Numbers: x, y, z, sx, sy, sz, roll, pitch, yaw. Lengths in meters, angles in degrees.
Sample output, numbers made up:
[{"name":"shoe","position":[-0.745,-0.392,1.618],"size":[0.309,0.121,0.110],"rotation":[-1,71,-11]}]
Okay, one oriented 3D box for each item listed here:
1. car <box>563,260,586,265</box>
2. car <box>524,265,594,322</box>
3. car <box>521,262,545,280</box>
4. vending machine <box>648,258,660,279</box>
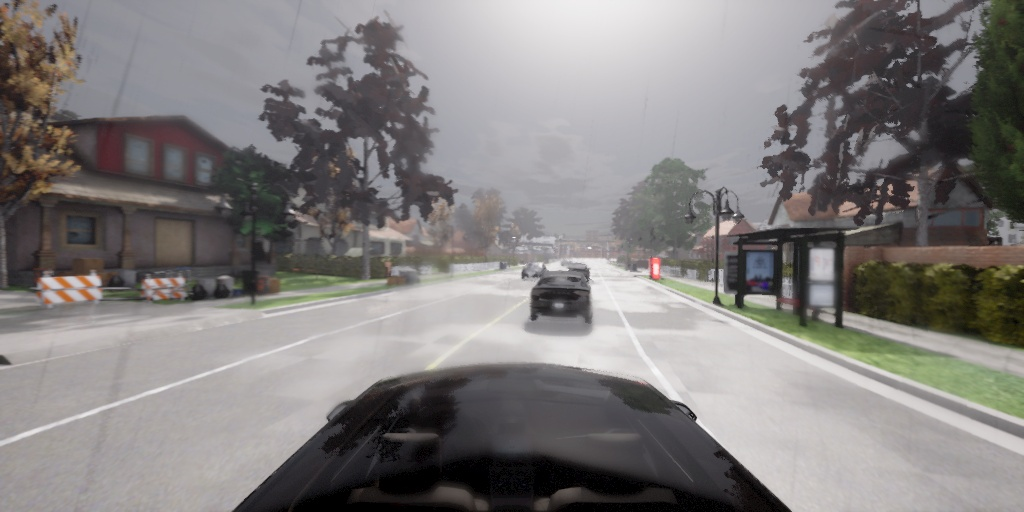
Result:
[{"name":"car","position":[5.727,1.356,30.905],"size":[1.837,1.490,4.892],"rotation":[1,0,12]},{"name":"car","position":[1.817,1.261,12.603],"size":[1.882,1.535,5.008],"rotation":[1,0,11]},{"name":"car","position":[2.007,1.296,31.208],"size":[2.128,1.511,4.902],"rotation":[1,0,12]},{"name":"vending machine","position":[13.125,1.144,33.038],"size":[1.100,2.100,0.880],"rotation":[0,0,12]}]
